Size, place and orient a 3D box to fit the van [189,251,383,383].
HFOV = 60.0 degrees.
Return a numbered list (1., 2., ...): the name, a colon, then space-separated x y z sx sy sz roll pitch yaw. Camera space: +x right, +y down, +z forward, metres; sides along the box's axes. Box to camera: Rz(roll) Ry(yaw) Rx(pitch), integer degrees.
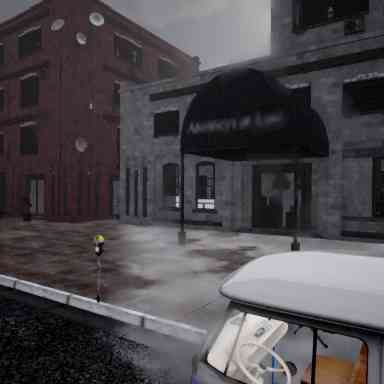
1. van: 1.790 1.341 1.627 3.998 1.788 1.690 0 1 34
